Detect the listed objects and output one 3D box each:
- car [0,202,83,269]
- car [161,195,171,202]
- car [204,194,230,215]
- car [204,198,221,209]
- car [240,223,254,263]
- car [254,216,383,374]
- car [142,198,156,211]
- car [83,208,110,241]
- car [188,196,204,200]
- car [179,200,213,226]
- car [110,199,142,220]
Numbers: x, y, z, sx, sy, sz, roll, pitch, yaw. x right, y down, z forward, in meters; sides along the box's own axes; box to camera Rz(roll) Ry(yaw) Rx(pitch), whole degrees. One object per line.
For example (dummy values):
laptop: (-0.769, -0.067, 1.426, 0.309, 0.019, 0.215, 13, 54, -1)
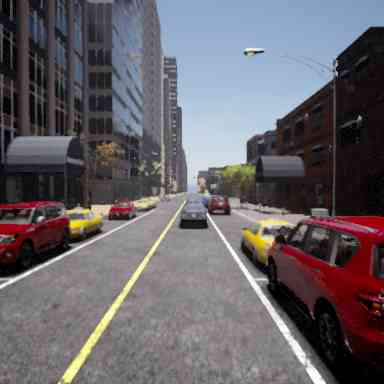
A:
car: (-5.704, 1.294, 11.157, 2.192, 1.841, 5.009, -1, 0, 0)
car: (-5.696, 1.305, 72.041, 1.967, 1.590, 4.097, -1, 0, 0)
car: (2.678, 1.253, 33.285, 2.192, 1.841, 5.009, -1, 0, 0)
car: (2.683, 1.483, 44.354, 1.947, 1.339, 4.313, -1, 0, 0)
car: (2.680, 1.504, 11.317, 1.752, 1.417, 4.829, -1, 0, 0)
car: (2.676, 1.305, 5.612, 2.192, 1.841, 5.009, -1, 0, 0)
car: (-5.698, 1.453, 38.662, 1.752, 1.417, 4.829, -1, 0, 0)
car: (-5.700, 1.494, 16.523, 1.752, 1.417, 4.829, -1, 0, 0)
car: (0.105, 1.465, 44.053, 2.033, 1.411, 5.357, 0, 0, 0)
car: (0.103, 1.504, 23.041, 2.033, 1.411, 5.357, 0, 0, 0)
car: (-5.699, 1.492, 27.762, 1.887, 1.381, 4.507, -1, 0, 0)
